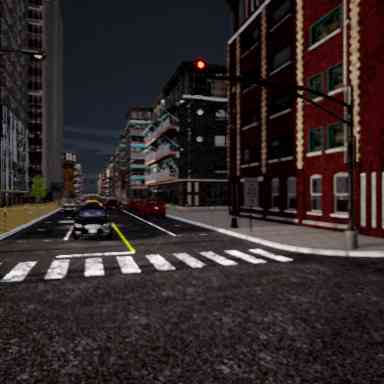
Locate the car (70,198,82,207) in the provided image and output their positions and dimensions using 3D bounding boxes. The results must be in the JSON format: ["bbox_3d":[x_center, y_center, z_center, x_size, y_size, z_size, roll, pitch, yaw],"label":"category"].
[{"bbox_3d":[-21.203,1.851,60.941,1.967,1.590,4.097,0,0,-17],"label":"car"}]

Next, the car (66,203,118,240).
[{"bbox_3d":[-5.381,1.590,17.980,2.128,1.511,4.902,0,0,-17],"label":"car"}]

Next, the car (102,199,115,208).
[{"bbox_3d":[-14.358,1.941,56.917,1.994,1.385,4.181,0,0,-17],"label":"car"}]

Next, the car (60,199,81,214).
[{"bbox_3d":[-14.594,1.807,39.569,2.008,1.369,4.403,0,0,-17],"label":"car"}]

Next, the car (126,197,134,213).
[{"bbox_3d":[-7.061,1.581,41.883,2.192,1.841,5.009,0,0,-17],"label":"car"}]

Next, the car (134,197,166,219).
[{"bbox_3d":[-3.779,1.504,31.190,2.192,1.841,5.009,0,0,-17],"label":"car"}]

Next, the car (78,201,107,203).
[{"bbox_3d":[-8.181,1.691,27.191,1.812,1.442,4.674,0,0,-17],"label":"car"}]

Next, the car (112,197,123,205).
[{"bbox_3d":[-16.200,1.924,72.101,1.967,1.590,4.097,0,0,-17],"label":"car"}]

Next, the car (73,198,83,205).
[{"bbox_3d":[-24.564,2.070,71.611,1.802,1.307,4.206,0,0,-17],"label":"car"}]

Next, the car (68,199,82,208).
[{"bbox_3d":[-19.517,1.923,55.609,2.008,1.369,4.403,0,0,-17],"label":"car"}]

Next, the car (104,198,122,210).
[{"bbox_3d":[-11.362,1.814,47.502,1.837,1.490,4.892,0,0,-17],"label":"car"}]
